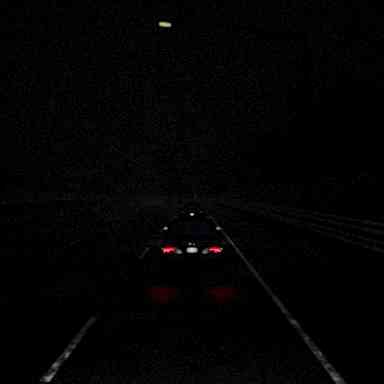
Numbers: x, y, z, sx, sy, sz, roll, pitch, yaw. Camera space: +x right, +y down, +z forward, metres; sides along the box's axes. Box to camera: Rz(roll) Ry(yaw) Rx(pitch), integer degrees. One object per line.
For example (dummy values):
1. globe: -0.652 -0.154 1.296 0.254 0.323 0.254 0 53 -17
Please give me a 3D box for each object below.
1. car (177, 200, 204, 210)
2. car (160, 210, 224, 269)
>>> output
1. car: -0.001 1.585 26.016 1.994 1.385 4.181 0 0 0
2. car: 0.000 1.541 11.063 2.033 1.411 5.357 0 0 0
